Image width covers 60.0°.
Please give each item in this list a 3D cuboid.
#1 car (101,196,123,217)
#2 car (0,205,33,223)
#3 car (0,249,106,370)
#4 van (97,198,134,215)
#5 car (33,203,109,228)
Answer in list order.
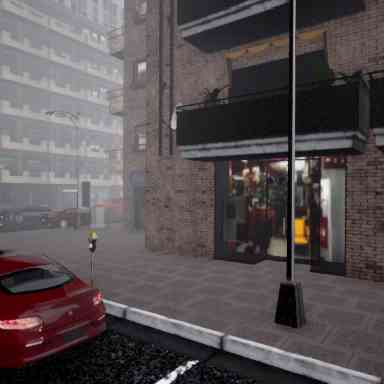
[{"bbox_3d":[-7.790,1.485,34.638,2.150,2.045,5.566,1,0,36],"label":"car"},{"bbox_3d":[-13.273,1.727,27.006,1.994,1.385,4.181,1,0,36],"label":"car"},{"bbox_3d":[-3.119,1.582,5.230,4.206,1.307,1.802,0,0,36],"label":"car"},{"bbox_3d":[-8.664,1.606,37.847,1.690,1.788,3.998,0,-1,36],"label":"van"},{"bbox_3d":[-8.492,1.756,23.728,1.887,1.381,4.507,0,-1,36],"label":"car"}]
